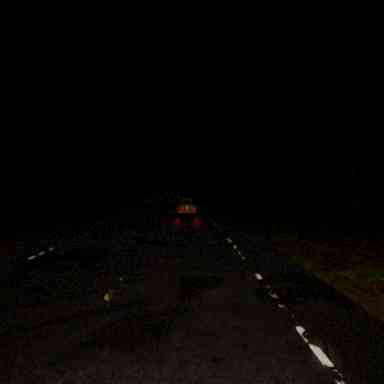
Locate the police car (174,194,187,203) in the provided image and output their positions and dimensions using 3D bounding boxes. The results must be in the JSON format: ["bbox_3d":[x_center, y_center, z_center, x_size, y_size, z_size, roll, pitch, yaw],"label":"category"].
[{"bbox_3d":[-2.036,1.119,58.532,2.038,1.542,4.974,0,1,-4],"label":"police car"}]

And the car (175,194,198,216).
[{"bbox_3d":[-0.471,1.299,29.833,1.801,1.575,5.366,0,0,-2],"label":"car"}]
